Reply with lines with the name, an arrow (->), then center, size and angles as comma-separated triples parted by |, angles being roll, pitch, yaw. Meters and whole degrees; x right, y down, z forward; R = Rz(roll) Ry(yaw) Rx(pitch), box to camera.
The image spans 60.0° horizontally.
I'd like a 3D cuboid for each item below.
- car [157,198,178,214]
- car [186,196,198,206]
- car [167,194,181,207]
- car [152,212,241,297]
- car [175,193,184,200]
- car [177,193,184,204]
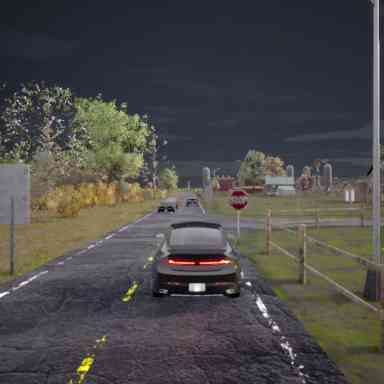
car -> -2.682, 1.586, 35.277 | 1.895, 1.301, 4.718 | 0, 0, -3
car -> 0.050, 1.462, 54.136 | 1.837, 1.490, 4.892 | 0, 0, 0
car -> -2.880, 1.448, 46.815 | 1.882, 1.535, 5.008 | 0, 1, 0
car -> 0.091, 1.504, 8.533 | 1.837, 1.490, 4.892 | 0, 0, 0
car -> -2.819, 1.027, 75.091 | 1.837, 1.490, 4.892 | 0, 0, 0
car -> -2.843, 1.438, 59.990 | 2.128, 1.511, 4.902 | 0, 0, 1
